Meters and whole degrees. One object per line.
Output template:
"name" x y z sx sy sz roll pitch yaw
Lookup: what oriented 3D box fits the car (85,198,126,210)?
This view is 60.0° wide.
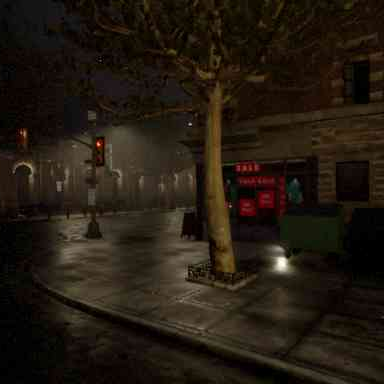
"car" -10.491 1.492 41.972 2.128 1.511 4.902 0 0 36

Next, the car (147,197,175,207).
"car" -4.601 1.478 50.062 1.882 1.535 5.008 0 0 36

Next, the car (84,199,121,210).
"car" -12.108 1.595 45.105 1.895 1.301 4.718 0 0 36

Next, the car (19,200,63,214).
"car" -15.696 1.564 34.808 1.994 1.385 4.181 0 0 36
